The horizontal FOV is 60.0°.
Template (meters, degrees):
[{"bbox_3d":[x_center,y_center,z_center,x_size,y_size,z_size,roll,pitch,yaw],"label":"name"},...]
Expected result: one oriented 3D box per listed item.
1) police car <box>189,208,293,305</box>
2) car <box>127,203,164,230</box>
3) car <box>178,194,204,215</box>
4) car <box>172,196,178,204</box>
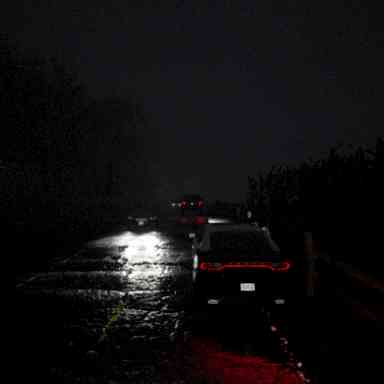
[{"bbox_3d":[0.950,1.423,8.281,1.930,1.638,5.238,0,0,0],"label":"police car"},{"bbox_3d":[-2.880,1.487,21.197,2.128,1.511,4.902,0,0,0],"label":"car"},{"bbox_3d":[0.016,1.216,33.750,2.150,2.045,5.566,0,0,0],"label":"car"},{"bbox_3d":[-2.837,1.542,64.116,2.033,1.411,5.357,0,0,0],"label":"car"}]
